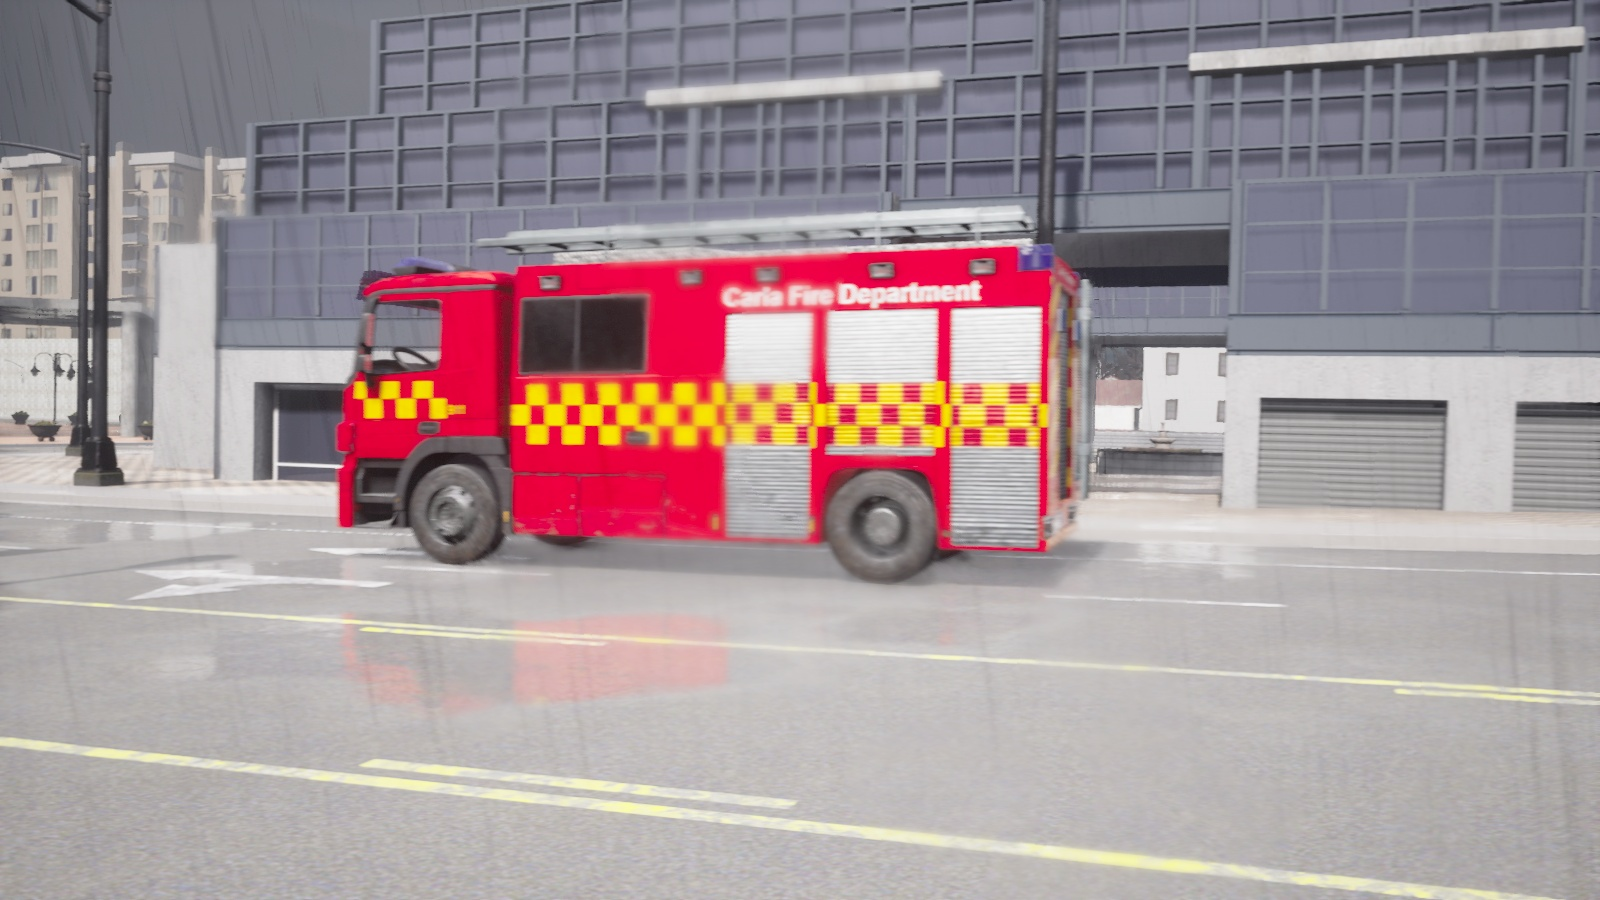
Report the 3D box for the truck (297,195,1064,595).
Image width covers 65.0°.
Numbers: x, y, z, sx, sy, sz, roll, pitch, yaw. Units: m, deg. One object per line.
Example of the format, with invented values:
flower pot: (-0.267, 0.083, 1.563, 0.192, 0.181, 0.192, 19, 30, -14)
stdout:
truck: (-1.407, -0.612, 14.728, 8.468, 3.827, 2.891, 1, 1, 19)
